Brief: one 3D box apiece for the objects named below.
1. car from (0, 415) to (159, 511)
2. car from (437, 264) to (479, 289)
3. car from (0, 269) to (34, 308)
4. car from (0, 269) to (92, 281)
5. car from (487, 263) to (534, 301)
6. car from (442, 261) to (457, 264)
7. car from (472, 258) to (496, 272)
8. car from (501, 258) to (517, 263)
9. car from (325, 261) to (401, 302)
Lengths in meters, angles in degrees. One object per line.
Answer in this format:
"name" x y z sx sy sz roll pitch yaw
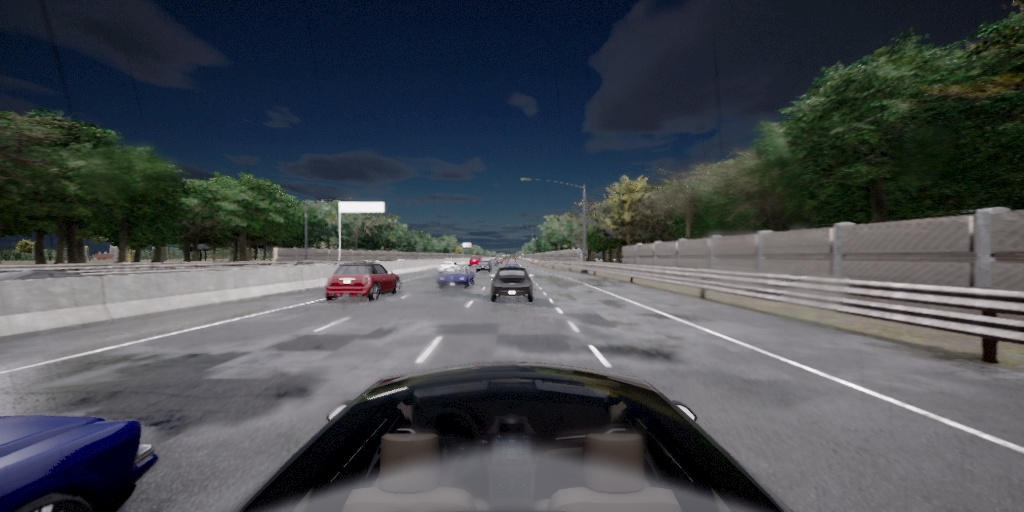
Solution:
"car" -3.501 1.351 0.412 1.895 1.301 4.718 0 0 0
"car" -3.499 1.369 23.348 1.895 1.301 4.718 0 0 0
"car" -21.001 1.281 12.606 1.837 1.490 4.892 0 0 0
"car" -17.500 1.266 12.789 1.882 1.535 5.008 0 0 0
"car" -0.001 1.269 17.371 1.837 1.490 4.892 0 0 0
"car" -6.997 1.312 40.349 1.812 1.442 4.674 0 0 0
"car" -3.498 1.339 45.418 2.033 1.411 5.357 0 0 0
"car" 0.003 1.340 47.092 2.033 1.411 5.357 0 0 0
"car" -7.001 1.115 17.359 2.097 1.767 4.553 0 0 0
